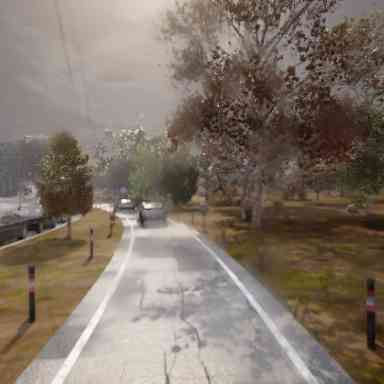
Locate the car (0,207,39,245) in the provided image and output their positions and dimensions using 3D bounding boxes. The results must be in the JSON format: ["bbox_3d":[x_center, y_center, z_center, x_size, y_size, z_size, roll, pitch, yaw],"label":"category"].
[{"bbox_3d":[-9.564,1.729,16.033,2.231,1.521,4.892,0,-1,-5],"label":"car"}]

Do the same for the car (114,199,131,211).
[{"bbox_3d":[-8.222,1.538,40.385,1.994,1.385,4.181,-1,0,-22],"label":"car"}]

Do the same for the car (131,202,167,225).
[{"bbox_3d":[-2.995,1.453,24.110,2.128,1.511,4.902,-1,0,-13],"label":"car"}]

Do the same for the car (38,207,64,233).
[{"bbox_3d":[-10.253,1.757,21.701,2.097,1.535,5.008,0,-1,-7],"label":"car"}]
